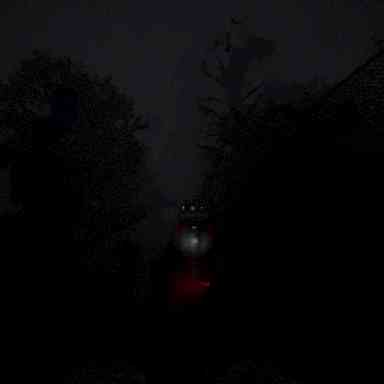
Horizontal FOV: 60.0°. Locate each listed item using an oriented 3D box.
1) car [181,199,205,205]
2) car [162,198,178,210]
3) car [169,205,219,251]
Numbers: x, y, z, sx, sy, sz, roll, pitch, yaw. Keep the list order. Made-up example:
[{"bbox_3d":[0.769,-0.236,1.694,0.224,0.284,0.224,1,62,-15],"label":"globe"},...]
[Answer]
[{"bbox_3d":[0.067,1.396,29.896,2.097,1.767,4.553,0,0,0],"label":"car"},{"bbox_3d":[-2.910,1.559,45.427,2.128,1.511,4.902,0,0,0],"label":"car"},{"bbox_3d":[0.086,1.524,14.170,1.837,1.490,4.892,0,0,0],"label":"car"}]
